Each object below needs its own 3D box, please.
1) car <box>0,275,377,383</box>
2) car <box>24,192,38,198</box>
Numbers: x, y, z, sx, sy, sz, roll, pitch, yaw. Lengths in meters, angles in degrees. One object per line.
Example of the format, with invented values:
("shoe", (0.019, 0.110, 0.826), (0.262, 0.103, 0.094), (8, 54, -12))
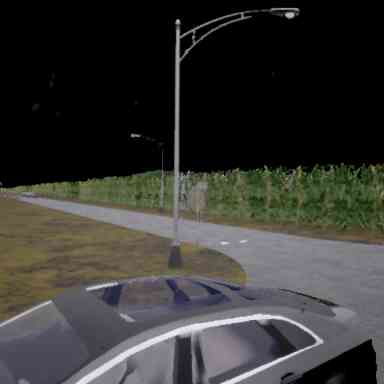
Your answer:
("car", (-0.588, 1.521, 2.447), (4.902, 1.511, 2.128), (1, -1, -34))
("car", (-39.089, 0.716, 81.422), (2.128, 1.511, 4.902), (1, 0, -34))
